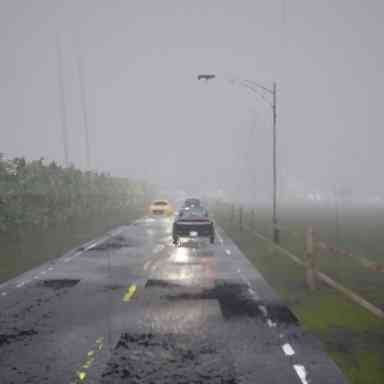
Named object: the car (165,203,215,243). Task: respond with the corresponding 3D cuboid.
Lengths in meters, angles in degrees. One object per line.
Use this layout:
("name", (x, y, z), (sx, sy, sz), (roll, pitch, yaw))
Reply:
("car", (0.075, 1.495, 15.996), (2.128, 1.511, 4.902), (0, 0, 0))

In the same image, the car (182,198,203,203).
("car", (0.065, 1.370, 33.818), (2.097, 1.767, 4.553), (0, 0, 0))

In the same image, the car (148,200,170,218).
("car", (-2.880, 1.494, 30.943), (1.882, 1.535, 5.008), (0, 0, 0))

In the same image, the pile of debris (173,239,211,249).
("pile of debris", (-0.015, 2.180, 13.984), (1.500, 0.140, 1.860), (0, 0, 0))
